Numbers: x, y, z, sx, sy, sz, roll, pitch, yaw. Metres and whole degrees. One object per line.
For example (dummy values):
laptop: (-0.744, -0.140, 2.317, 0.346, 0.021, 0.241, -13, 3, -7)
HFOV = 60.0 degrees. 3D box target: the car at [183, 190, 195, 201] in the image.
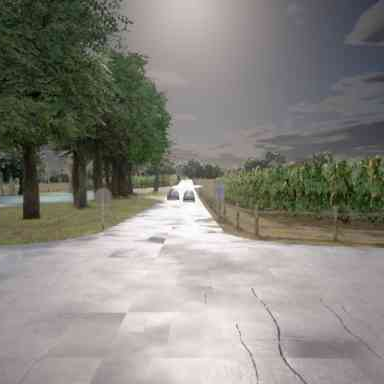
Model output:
car: (-0.492, 0.785, 54.682, 1.994, 1.385, 4.181, 0, 2, -1)

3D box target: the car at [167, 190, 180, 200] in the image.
car: (-3.280, 0.452, 58.853, 2.097, 1.767, 4.553, 0, 2, -1)

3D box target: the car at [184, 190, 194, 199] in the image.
car: (-0.582, 0.387, 64.677, 1.882, 1.535, 5.008, 0, 2, -1)
